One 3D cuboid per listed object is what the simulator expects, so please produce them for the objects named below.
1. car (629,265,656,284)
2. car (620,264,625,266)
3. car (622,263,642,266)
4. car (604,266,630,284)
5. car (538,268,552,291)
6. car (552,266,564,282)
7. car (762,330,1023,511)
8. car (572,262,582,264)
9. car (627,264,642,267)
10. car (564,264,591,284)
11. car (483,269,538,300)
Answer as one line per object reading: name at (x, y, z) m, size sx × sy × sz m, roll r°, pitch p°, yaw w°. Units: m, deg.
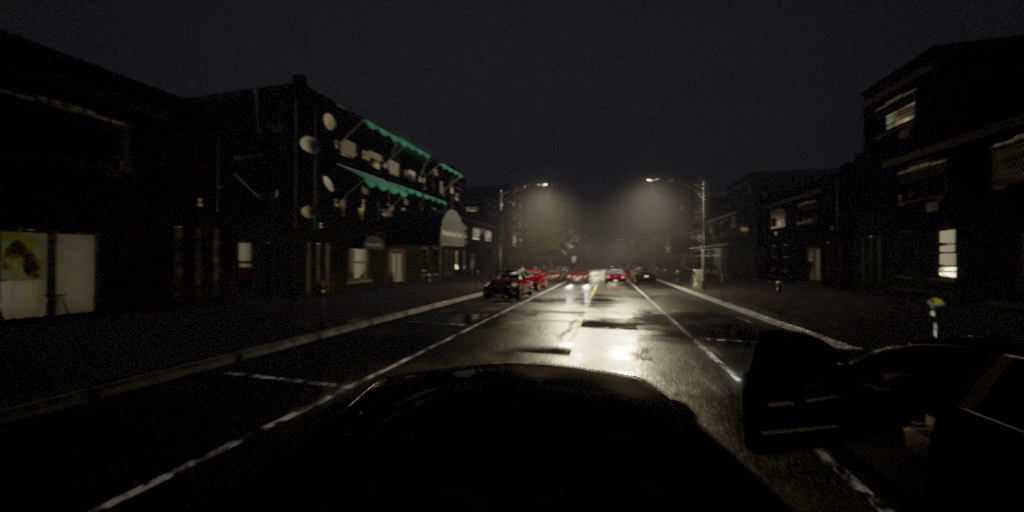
car at (12.225, 1.841, 33.184) m, size 1.948 × 1.339 × 4.313 m, roll 0°, pitch 0°, yaw 15°
car at (11.991, 1.947, 42.748) m, size 2.033 × 1.411 × 5.357 m, roll 0°, pitch -1°, yaw 15°
car at (15.056, 1.757, 43.913) m, size 2.192 × 1.841 × 5.009 m, roll 0°, pitch 0°, yaw 15°
car at (9.363, 1.842, 32.558) m, size 1.895 × 1.301 × 4.718 m, roll 0°, pitch -1°, yaw 15°
car at (1.291, 1.609, 24.593) m, size 1.888 × 1.381 × 4.507 m, roll 0°, pitch 0°, yaw 15°
car at (4.122, 1.813, 35.321) m, size 1.802 × 1.307 × 4.207 m, roll 0°, pitch 0°, yaw 15°
car at (3.737, 1.297, 2.333) m, size 1.837 × 1.490 × 4.892 m, roll 0°, pitch -1°, yaw 15°
car at (11.199, 1.961, 62.142) m, size 2.192 × 1.841 × 5.009 m, roll 0°, pitch 0°, yaw 15°
car at (13.685, 1.884, 38.712) m, size 1.751 × 1.417 × 4.829 m, roll 0°, pitch 0°, yaw 15°
car at (6.067, 1.735, 32.429) m, size 1.812 × 1.442 × 4.674 m, roll 0°, pitch -1°, yaw 15°
car at (-0.125, 1.420, 19.229) m, size 1.967 × 1.591 × 4.097 m, roll 0°, pitch 0°, yaw 15°
